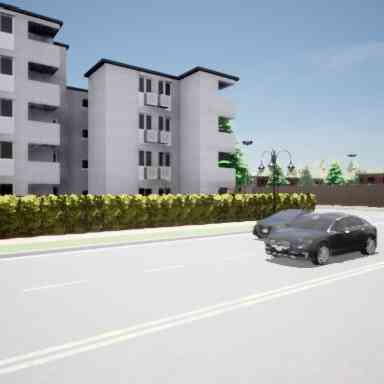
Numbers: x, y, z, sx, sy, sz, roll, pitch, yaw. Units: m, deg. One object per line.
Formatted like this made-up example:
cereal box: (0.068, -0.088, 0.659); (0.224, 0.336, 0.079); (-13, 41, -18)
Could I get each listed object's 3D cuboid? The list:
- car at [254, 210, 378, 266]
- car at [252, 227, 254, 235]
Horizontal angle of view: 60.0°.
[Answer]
car: (4.644, 1.505, 11.658); (4.892, 1.490, 1.837); (0, 0, -36)
car: (4.912, 1.564, 16.157); (4.181, 1.385, 1.994); (0, 0, -36)
